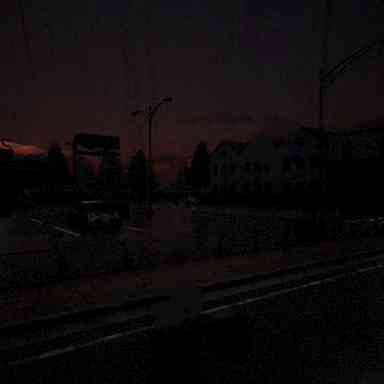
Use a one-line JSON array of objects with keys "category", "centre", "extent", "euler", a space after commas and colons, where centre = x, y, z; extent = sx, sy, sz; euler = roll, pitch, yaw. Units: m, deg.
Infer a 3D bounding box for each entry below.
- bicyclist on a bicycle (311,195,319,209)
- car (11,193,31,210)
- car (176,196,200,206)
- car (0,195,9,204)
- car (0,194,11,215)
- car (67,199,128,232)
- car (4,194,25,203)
[{"category": "bicyclist on a bicycle", "centre": [13.668, 1.124, 36.853], "extent": [1.656, 1.620, 0.582], "euler": [0, 0, -36]}, {"category": "car", "centre": [-19.827, 1.092, 38.162], "extent": [1.905, 1.878, 3.866], "euler": [0, 0, -36]}, {"category": "car", "centre": [-0.643, 1.349, 50.228], "extent": [1.812, 1.442, 4.674], "euler": [0, 0, -36]}, {"category": "car", "centre": [-39.204, 1.495, 66.106], "extent": [4.611, 1.667, 2.242], "euler": [0, 0, -36]}, {"category": "car", "centre": [-17.911, 1.113, 29.853], "extent": [1.932, 1.855, 4.605], "euler": [0, 0, -36]}, {"category": "car", "centre": [-5.302, 1.248, 17.903], "extent": [1.970, 1.475, 3.806], "euler": [0, 0, -36]}, {"category": "car", "centre": [-38.980, 1.328, 73.235], "extent": [3.866, 1.878, 1.905], "euler": [0, 0, -36]}]
